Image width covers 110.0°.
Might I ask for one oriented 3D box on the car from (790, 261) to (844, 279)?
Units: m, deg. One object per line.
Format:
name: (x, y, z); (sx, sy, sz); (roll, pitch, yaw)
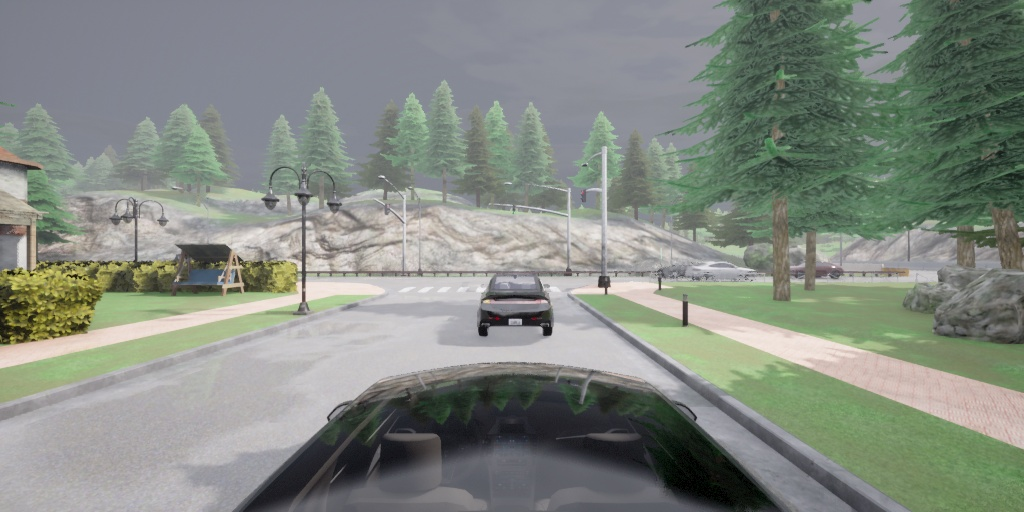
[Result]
car: (24.473, 1.113, 29.411); (4.674, 1.442, 1.812); (0, 0, 0)

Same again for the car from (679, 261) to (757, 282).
car: (14.971, 1.113, 25.784); (4.674, 1.442, 1.812); (0, 0, 0)

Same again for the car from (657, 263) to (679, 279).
car: (14.171, 1.151, 29.465); (4.181, 1.385, 1.994); (0, 0, 0)

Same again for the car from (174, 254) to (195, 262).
car: (-21.313, 0.810, 25.840); (5.566, 2.045, 2.150); (0, 0, 0)

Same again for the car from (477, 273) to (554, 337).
car: (0.094, 1.242, 10.335); (2.128, 1.511, 4.902); (0, 0, 1)
